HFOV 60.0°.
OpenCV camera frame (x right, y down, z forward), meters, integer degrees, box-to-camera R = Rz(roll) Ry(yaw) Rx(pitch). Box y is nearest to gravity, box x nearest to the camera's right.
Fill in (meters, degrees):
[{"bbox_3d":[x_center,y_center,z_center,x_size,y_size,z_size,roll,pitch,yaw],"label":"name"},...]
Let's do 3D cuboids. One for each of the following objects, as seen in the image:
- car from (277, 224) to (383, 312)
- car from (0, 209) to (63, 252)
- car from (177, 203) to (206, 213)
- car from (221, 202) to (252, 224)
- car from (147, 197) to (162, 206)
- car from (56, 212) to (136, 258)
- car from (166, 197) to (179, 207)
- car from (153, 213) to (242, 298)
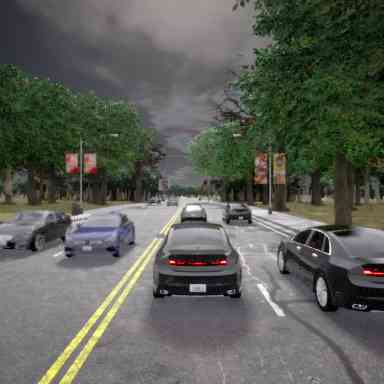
[{"bbox_3d":[3.360,1.513,7.703,1.837,1.490,4.892,0,0,0],"label":"car"},{"bbox_3d":[-6.582,1.513,13.933,2.128,1.511,4.902,0,0,0],"label":"car"},{"bbox_3d":[0.133,1.614,25.878,1.994,1.385,4.181,0,0,0],"label":"car"},{"bbox_3d":[3.384,1.554,25.438,1.837,1.490,4.892,0,0,0],"label":"car"},{"bbox_3d":[-6.282,1.487,55.793,1.994,1.385,4.181,0,0,3],"label":"car"},{"bbox_3d":[-3.335,1.545,12.925,1.812,1.442,4.674,0,0,0],"label":"car"},{"bbox_3d":[-3.180,1.672,55.788,1.837,1.490,4.892,0,0,0],"label":"car"},{"bbox_3d":[0.111,1.514,8.503,1.837,1.490,4.892,0,0,0],"label":"car"}]
